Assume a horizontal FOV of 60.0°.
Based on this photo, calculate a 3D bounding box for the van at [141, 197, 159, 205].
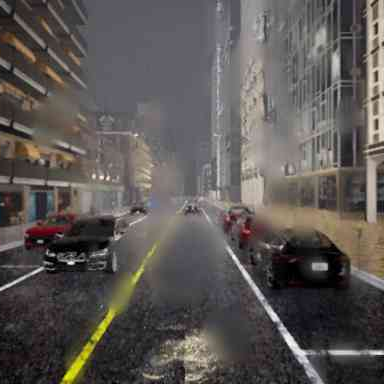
[{"bbox_3d":[-5.694,1.581,42.975,1.690,1.788,3.998,0,0,0],"label":"van"}]

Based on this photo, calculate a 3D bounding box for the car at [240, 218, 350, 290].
[{"bbox_3d":[2.690,1.616,9.083,1.947,1.339,4.313,0,0,0],"label":"car"}]

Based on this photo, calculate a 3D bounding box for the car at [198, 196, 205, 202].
[{"bbox_3d":[2.681,1.989,93.811,1.967,1.590,4.097,0,0,0],"label":"car"}]

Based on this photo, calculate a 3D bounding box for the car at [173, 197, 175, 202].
[{"bbox_3d":[-5.699,1.757,76.866,2.192,1.841,5.009,0,0,0],"label":"car"}]

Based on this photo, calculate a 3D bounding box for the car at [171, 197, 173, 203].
[{"bbox_3d":[-5.697,1.988,71.216,1.802,1.307,4.206,0,0,0],"label":"car"}]

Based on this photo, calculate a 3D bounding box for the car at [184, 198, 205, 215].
[{"bbox_3d":[0.098,1.752,36.583,2.033,1.411,5.357,0,0,0],"label":"car"}]

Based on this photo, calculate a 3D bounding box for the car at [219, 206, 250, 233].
[{"bbox_3d":[2.688,1.553,20.380,1.967,1.590,4.097,0,0,0],"label":"car"}]

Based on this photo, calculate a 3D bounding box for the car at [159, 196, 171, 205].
[{"bbox_3d":[-5.697,1.953,65.567,1.802,1.307,4.206,0,0,0],"label":"car"}]

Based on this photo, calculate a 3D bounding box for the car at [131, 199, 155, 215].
[{"bbox_3d":[-5.694,1.774,37.325,1.947,1.339,4.313,0,0,0],"label":"car"}]

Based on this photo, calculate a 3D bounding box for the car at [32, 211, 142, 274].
[{"bbox_3d":[-3.038,1.565,10.840,1.837,1.490,4.892,0,-1,1],"label":"car"}]

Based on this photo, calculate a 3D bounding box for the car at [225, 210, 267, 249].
[{"bbox_3d":[2.688,1.663,14.732,1.802,1.307,4.206,0,0,0],"label":"car"}]

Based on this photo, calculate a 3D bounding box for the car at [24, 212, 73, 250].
[{"bbox_3d":[-5.691,1.626,14.732,1.887,1.381,4.507,0,0,0],"label":"car"}]

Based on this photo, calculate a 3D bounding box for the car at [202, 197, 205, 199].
[{"bbox_3d":[2.681,2.039,88.333,1.752,1.417,4.829,0,0,0],"label":"car"}]
